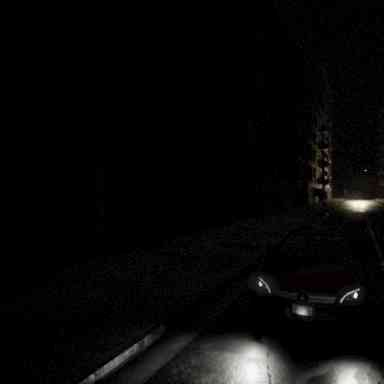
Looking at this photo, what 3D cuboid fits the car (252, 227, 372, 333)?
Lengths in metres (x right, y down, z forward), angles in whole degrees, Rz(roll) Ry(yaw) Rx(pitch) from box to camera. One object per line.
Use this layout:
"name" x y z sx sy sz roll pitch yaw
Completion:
"car" 2.695 1.524 7.112 1.812 1.442 4.674 0 0 26
